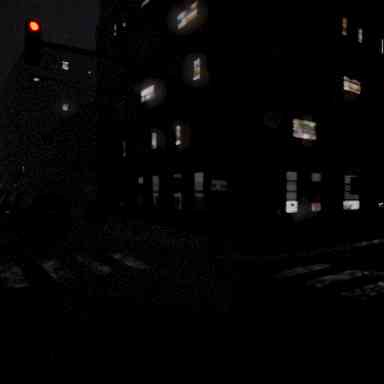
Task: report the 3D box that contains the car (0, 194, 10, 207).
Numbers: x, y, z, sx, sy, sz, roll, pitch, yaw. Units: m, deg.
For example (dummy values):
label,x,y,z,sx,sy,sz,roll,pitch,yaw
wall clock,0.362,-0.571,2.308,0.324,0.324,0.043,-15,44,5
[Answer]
label,x,y,z,sx,sy,sz,roll,pitch,yaw
car,-20.817,0.871,35.651,1.802,1.307,4.206,1,0,-36

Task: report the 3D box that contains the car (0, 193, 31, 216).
label,x,y,z,sx,sy,sz,roll,pitch,yaw
car,-14.383,0.919,26.674,1.967,1.590,4.097,1,0,-36

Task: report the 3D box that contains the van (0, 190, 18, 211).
label,x,y,z,sx,sy,sz,roll,pitch,yaw
van,-17.595,0.724,31.161,1.690,1.788,3.998,1,0,-36

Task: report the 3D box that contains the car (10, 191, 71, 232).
label,x,y,z,sx,sy,sz,roll,pitch,yaw
car,-7.947,0.991,17.693,2.192,1.841,5.009,1,0,-36

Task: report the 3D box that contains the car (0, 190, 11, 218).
label,x,y,z,sx,sy,sz,roll,pitch,yaw
car,-11.163,0.892,22.183,2.192,1.841,5.009,1,0,-36
